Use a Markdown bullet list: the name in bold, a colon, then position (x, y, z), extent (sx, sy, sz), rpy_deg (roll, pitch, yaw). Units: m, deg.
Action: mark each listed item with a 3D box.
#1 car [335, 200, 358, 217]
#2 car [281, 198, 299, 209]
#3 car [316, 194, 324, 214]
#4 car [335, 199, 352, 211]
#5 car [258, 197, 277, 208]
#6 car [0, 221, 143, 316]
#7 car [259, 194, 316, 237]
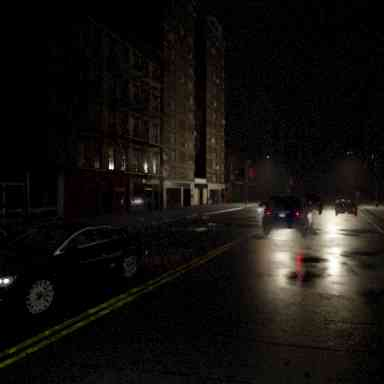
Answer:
- **car**: position (14.739, 1.593, 31.878), extent (1.895, 1.301, 4.718), rpy_deg (0, 0, 24)
- **car**: position (13.728, 1.589, 46.330), extent (1.895, 1.301, 4.718), rpy_deg (0, 0, 23)
- **car**: position (12.691, 1.213, 35.258), extent (2.150, 2.045, 5.566), rpy_deg (0, 0, 23)
- **car**: position (18.678, 1.590, 41.050), extent (1.895, 1.301, 4.718), rpy_deg (0, 0, 24)
- **car**: position (10.908, 1.493, 47.992), extent (1.837, 1.490, 4.892), rpy_deg (0, 0, 23)
- **car**: position (-2.991, 1.491, 7.747), extent (2.128, 1.511, 4.902), rpy_deg (0, 0, 23)
- **car**: position (5.435, 1.219, 18.531), extent (2.150, 2.045, 5.566), rpy_deg (0, 0, 24)
